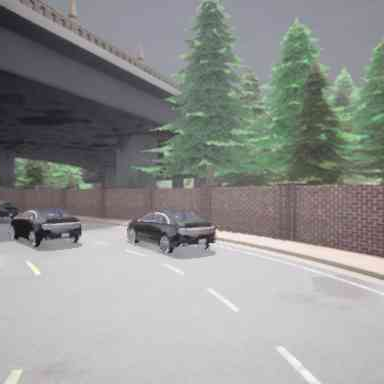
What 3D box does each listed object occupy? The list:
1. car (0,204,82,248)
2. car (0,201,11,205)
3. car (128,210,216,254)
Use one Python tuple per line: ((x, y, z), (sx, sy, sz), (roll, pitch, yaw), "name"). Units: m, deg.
((-6.688, 1.484, 14.956), (2.128, 1.511, 4.902), (0, 0, -43), "car")
((-15.926, 1.492, 26.768), (4.892, 1.490, 1.837), (0, 0, 32), "car")
((-1.006, 1.484, 13.549), (2.128, 1.511, 4.902), (0, 0, -34), "car")
